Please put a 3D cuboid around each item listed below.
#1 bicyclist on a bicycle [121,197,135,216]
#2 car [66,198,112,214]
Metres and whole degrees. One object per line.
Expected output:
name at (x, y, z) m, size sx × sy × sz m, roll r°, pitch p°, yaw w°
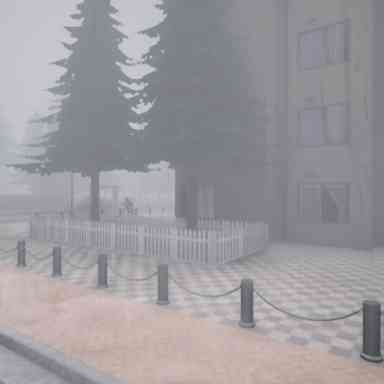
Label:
bicyclist on a bicycle at (-5.387, 1.223, 27.872) m, size 1.656 × 1.620 × 0.582 m, roll 0°, pitch 0°, yaw 37°
car at (-10.343, 1.391, 33.716) m, size 2.128 × 1.511 × 4.902 m, roll 0°, pitch 0°, yaw 37°
